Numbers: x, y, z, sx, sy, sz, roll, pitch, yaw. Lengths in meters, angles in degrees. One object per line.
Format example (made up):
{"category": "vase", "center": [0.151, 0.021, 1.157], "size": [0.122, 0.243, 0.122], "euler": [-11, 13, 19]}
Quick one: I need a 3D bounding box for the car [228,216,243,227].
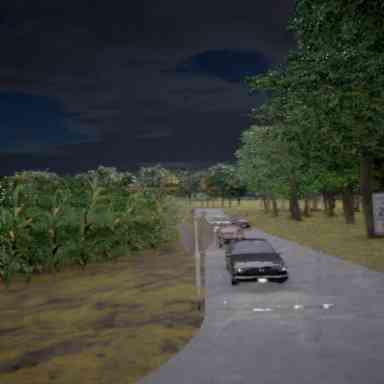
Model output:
{"category": "car", "center": [6.904, 4.760, 53.375], "size": [1.837, 1.490, 4.892], "euler": [-3, -3, 2]}

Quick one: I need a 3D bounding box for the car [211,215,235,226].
{"category": "car", "center": [3.471, 3.810, 39.605], "size": [2.150, 2.045, 5.566], "euler": [-3, -3, 3]}

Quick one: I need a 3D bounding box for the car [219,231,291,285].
{"category": "car", "center": [2.299, 2.529, 12.965], "size": [2.033, 1.411, 5.357], "euler": [-3, -4, 2]}

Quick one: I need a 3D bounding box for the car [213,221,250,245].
{"category": "car", "center": [2.804, 3.186, 24.451], "size": [1.882, 1.535, 5.008], "euler": [-3, -4, 2]}

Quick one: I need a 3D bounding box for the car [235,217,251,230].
{"category": "car", "center": [6.517, 4.165, 43.332], "size": [1.882, 1.535, 5.008], "euler": [-3, -3, 3]}
